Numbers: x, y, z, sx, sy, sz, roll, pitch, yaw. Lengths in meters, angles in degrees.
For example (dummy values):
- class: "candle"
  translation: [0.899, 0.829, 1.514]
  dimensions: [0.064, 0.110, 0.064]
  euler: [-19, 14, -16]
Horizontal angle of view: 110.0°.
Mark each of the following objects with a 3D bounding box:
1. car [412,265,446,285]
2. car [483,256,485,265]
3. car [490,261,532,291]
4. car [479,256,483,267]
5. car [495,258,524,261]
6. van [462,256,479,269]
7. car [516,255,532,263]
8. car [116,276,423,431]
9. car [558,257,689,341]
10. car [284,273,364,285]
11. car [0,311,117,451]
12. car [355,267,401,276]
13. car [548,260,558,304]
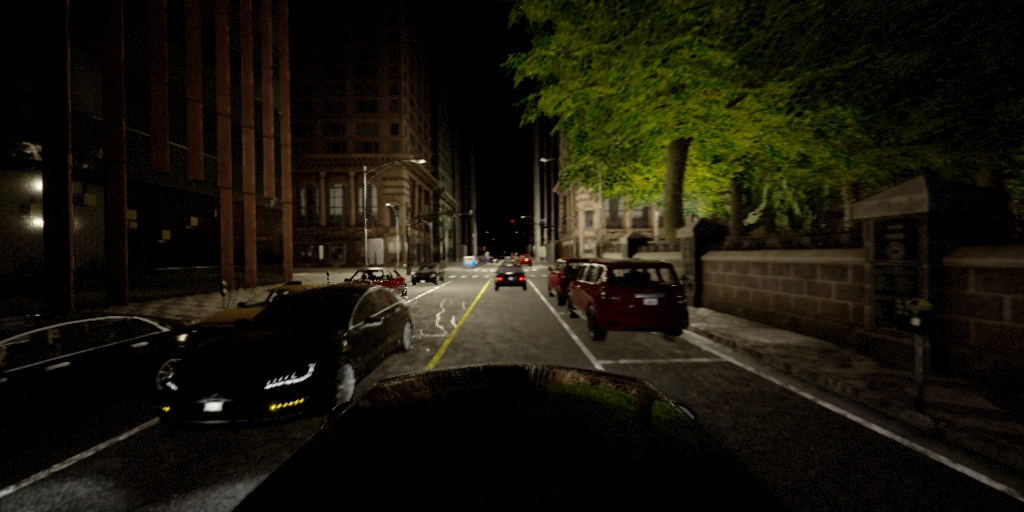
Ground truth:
- class: "car"
  translation: [-5.953, 1.304, 26.026]
  dimensions: [1.948, 1.339, 4.313]
  euler: [0, 0, -1]
- class: "car"
  translation: [-6.381, 1.137, 63.562]
  dimensions: [1.888, 1.381, 4.507]
  euler: [0, 0, -1]
- class: "car"
  translation: [-0.073, 1.214, 21.208]
  dimensions: [2.033, 1.411, 5.357]
  euler: [-1, 0, 0]
- class: "car"
  translation: [-6.319, 1.050, 58.121]
  dimensions: [1.967, 1.591, 4.097]
  euler: [0, 0, -1]
- class: "car"
  translation: [-0.264, 1.185, 31.558]
  dimensions: [1.994, 1.385, 4.181]
  euler: [-1, 0, -1]
- class: "van"
  translation: [-6.257, 0.970, 52.681]
  dimensions: [1.690, 1.789, 3.998]
  euler: [0, 0, -1]
- class: "car"
  translation: [2.205, 0.787, 58.227]
  dimensions: [2.192, 1.841, 5.009]
  euler: [0, 0, -1]
- class: "car"
  translation: [-3.075, 1.289, 6.084]
  dimensions: [1.837, 1.490, 4.892]
  euler: [-1, 0, -1]
- class: "car"
  translation: [2.759, 0.989, 9.562]
  dimensions: [2.192, 1.841, 5.009]
  euler: [0, 0, -1]
- class: "car"
  translation: [-5.762, 1.338, 9.285]
  dimensions: [1.751, 1.417, 4.829]
  euler: [0, 0, -1]
- class: "car"
  translation: [-5.701, 1.384, 3.930]
  dimensions: [2.007, 1.370, 4.403]
  euler: [0, 0, -1]
- class: "car"
  translation: [-5.827, 1.229, 14.979]
  dimensions: [1.967, 1.591, 4.097]
  euler: [0, 0, -1]
- class: "car"
  translation: [2.696, 0.966, 15.087]
  dimensions: [2.192, 1.841, 5.009]
  euler: [0, 0, -1]
